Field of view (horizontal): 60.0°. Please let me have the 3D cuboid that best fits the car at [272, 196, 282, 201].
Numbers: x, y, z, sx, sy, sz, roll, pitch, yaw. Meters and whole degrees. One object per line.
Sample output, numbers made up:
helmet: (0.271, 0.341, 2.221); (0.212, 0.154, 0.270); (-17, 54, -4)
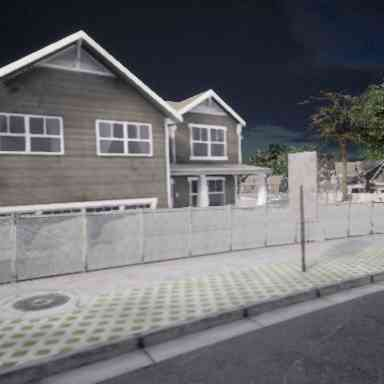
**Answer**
car: (15.618, 1.409, 61.240); (1.812, 1.442, 4.674); (-1, 0, 13)
